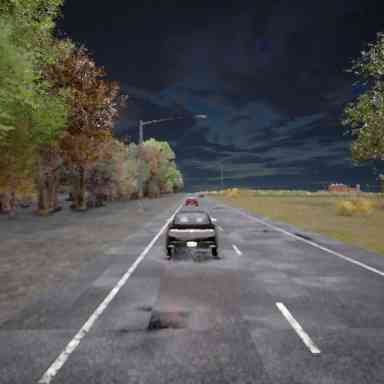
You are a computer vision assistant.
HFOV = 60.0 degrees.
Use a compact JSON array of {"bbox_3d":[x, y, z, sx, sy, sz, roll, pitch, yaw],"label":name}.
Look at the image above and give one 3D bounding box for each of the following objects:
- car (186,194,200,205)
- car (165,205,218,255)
[{"bbox_3d":[-0.015,1.478,55.543,1.882,1.535,5.008,0,0,0],"label":"car"},{"bbox_3d":[-0.004,1.494,13.291,2.128,1.511,4.902,0,0,0],"label":"car"}]
